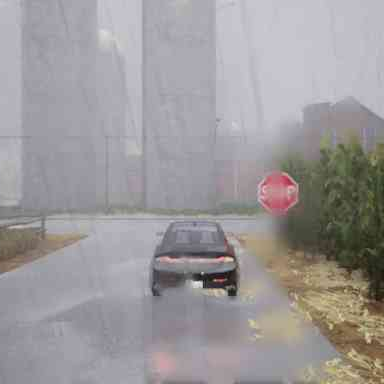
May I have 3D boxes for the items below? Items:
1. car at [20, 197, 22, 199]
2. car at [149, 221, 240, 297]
[{"bbox_3d":[-37.167,1.208,76.389,3.866,1.878,1.905,0,0,0],"label":"car"},{"bbox_3d":[0.070,1.485,8.533,2.128,1.511,4.902,0,0,0],"label":"car"}]
